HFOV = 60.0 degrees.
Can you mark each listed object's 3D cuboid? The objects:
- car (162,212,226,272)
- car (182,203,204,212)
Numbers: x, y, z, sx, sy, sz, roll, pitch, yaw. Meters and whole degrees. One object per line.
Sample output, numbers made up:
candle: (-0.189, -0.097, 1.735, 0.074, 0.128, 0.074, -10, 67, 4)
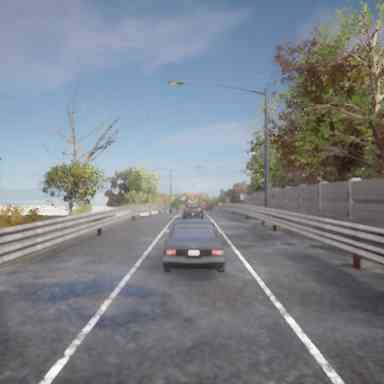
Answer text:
car: (0.063, 1.623, 11.052, 2.033, 1.411, 5.357, 0, 0, 0)
car: (0.122, 1.785, 31.567, 2.128, 1.511, 4.902, 0, -1, 1)
